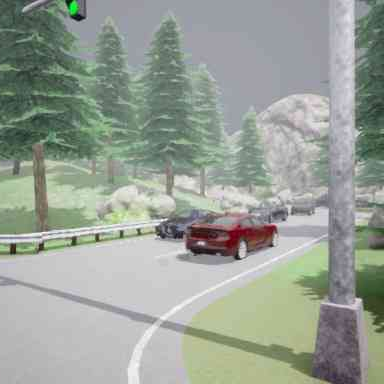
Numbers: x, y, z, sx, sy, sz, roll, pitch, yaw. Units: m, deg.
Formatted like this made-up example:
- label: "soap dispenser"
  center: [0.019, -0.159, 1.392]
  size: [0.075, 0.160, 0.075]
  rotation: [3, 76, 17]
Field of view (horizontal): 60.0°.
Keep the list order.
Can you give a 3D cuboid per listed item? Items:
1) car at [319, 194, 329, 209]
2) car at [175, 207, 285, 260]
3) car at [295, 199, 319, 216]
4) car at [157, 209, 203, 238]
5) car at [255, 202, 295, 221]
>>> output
- label: "car"
  center: [18.687, 1.317, 45.102]
  size: [2.150, 2.045, 5.566]
  rotation: [3, -1, -8]
- label: "car"
  center: [1.693, 1.541, 12.682]
  size: [1.882, 1.535, 5.008]
  rotation: [0, -1, 34]
- label: "car"
  center: [11.277, 1.519, 33.608]
  size: [1.837, 1.490, 4.892]
  rotation: [0, 0, 27]
- label: "car"
  center: [0.143, 1.578, 16.800]
  size: [1.994, 1.385, 4.181]
  rotation: [0, 0, 34]
- label: "car"
  center: [5.742, 1.505, 25.020]
  size: [2.128, 1.511, 4.902]
  rotation: [0, 0, 34]
